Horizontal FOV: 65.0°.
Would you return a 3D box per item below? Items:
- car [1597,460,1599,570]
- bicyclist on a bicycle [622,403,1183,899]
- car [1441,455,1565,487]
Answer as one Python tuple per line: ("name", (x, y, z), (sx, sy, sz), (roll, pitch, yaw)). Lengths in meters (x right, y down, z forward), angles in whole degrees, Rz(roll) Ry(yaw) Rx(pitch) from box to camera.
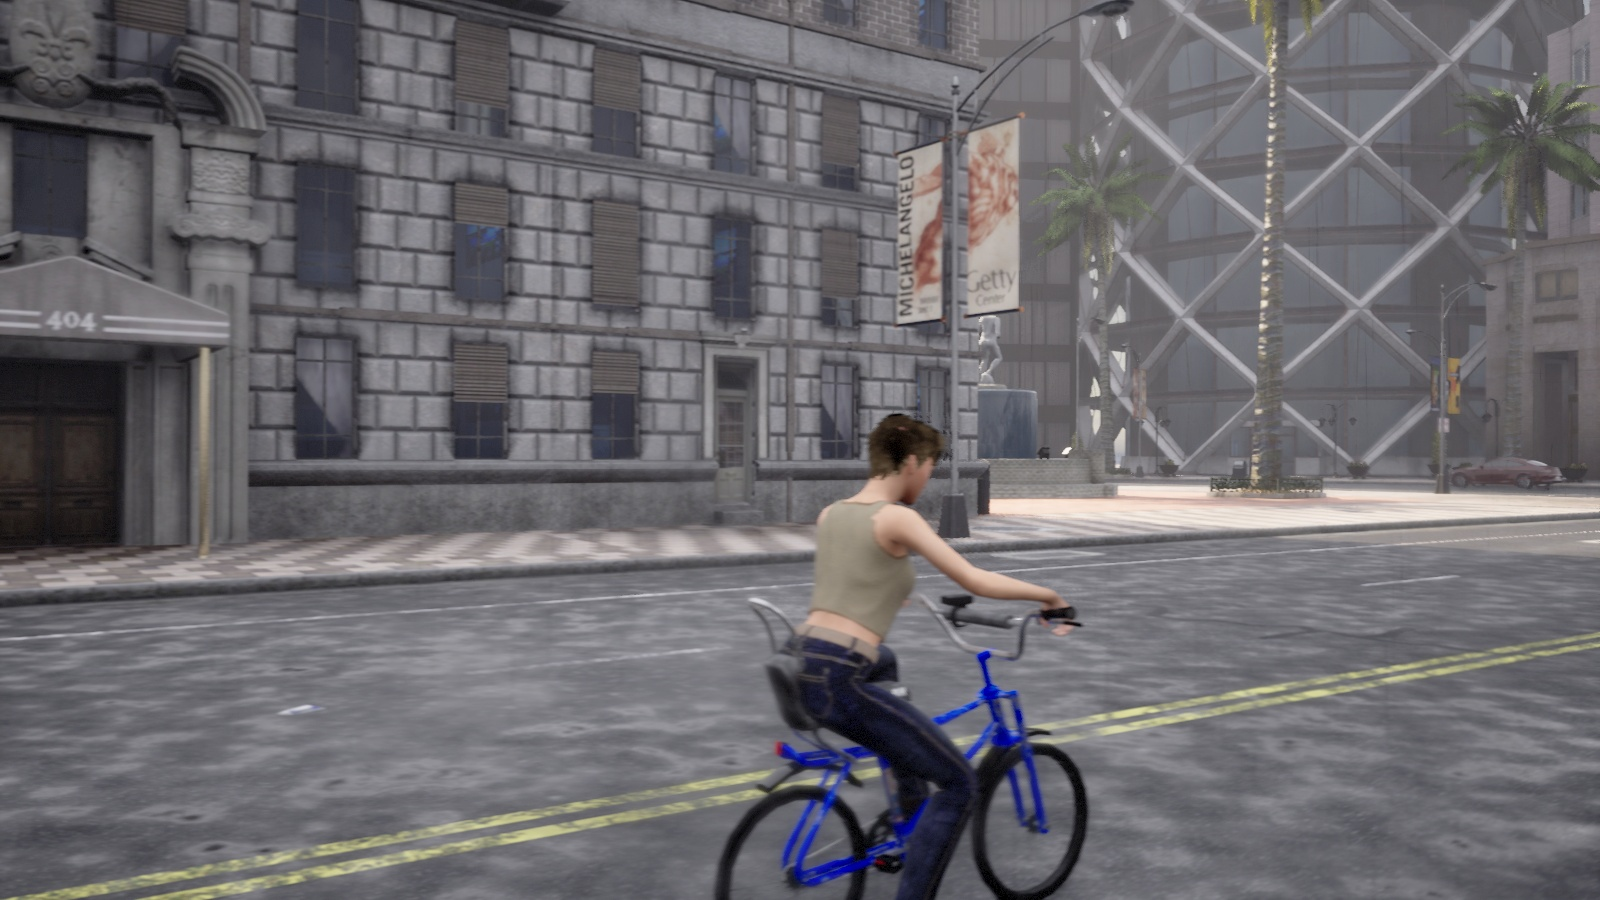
("car", (13.010, 0.839, 16.847), (5.357, 1.411, 2.033), (0, 0, -35))
("bicyclist on a bicycle", (0.331, 0.693, 3.860), (1.509, 1.612, 0.866), (0, 0, -35))
("car", (32.334, 0.941, 57.860), (1.812, 1.442, 4.674), (0, 0, -36))
